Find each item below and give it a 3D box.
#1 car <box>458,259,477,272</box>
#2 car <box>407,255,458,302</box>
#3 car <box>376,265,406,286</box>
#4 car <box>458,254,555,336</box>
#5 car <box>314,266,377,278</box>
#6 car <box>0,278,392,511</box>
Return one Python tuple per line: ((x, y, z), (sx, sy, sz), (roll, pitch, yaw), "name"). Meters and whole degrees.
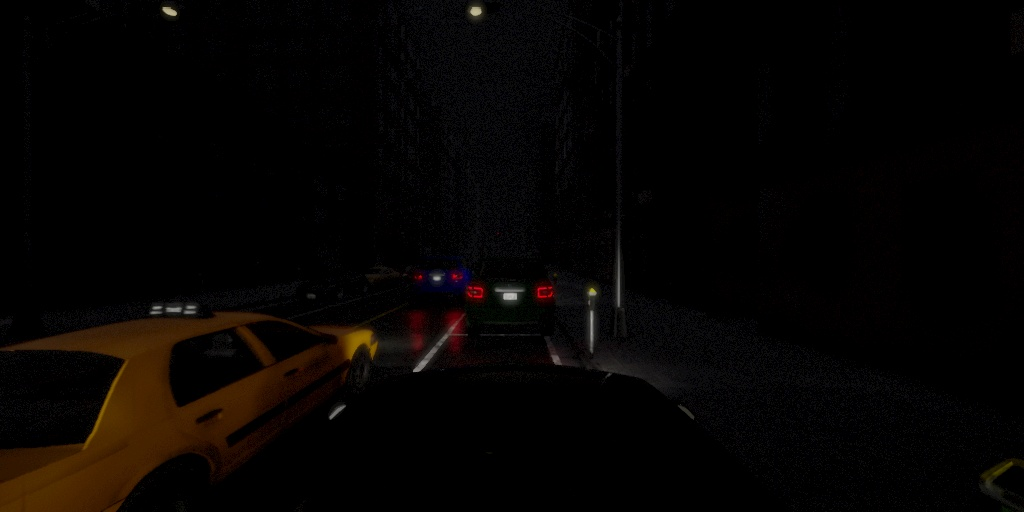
((-5.794, 1.216, 47.360), (1.882, 1.535, 5.008), (0, 0, 0), "car")
((-3.012, 0.975, 17.110), (2.150, 2.045, 5.566), (0, 0, 0), "car")
((-8.408, 1.275, 22.461), (1.751, 1.417, 4.829), (0, 0, 0), "car")
((-0.039, 0.978, 10.530), (2.150, 2.045, 5.566), (0, 0, 0), "car")
((-8.408, 1.316, 17.218), (1.948, 1.339, 4.313), (0, 0, 0), "car")
((-3.019, 1.205, 3.533), (1.801, 1.575, 5.366), (0, 0, 0), "car")
